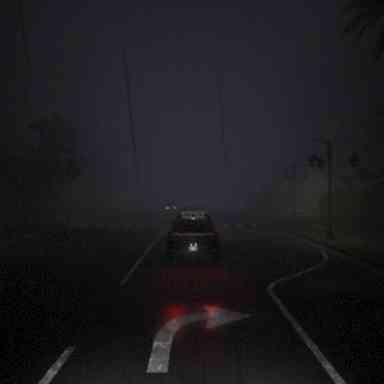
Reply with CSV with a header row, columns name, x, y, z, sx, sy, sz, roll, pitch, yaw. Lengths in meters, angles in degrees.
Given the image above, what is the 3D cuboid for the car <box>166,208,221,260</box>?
name,x,y,z,sx,sy,sz,roll,pitch,yaw
car,0.058,1.574,12.846,2.128,1.511,4.902,0,0,1

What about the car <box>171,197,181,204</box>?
name,x,y,z,sx,sy,sz,roll,pitch,yaw
car,-3.517,1.942,74.871,2.033,1.411,5.357,0,0,0

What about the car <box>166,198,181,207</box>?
name,x,y,z,sx,sy,sz,roll,pitch,yaw
car,-3.551,1.928,59.693,2.033,1.411,5.357,0,0,1

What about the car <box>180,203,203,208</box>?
name,x,y,z,sx,sy,sz,roll,pitch,yaw
car,0.184,1.783,29.040,1.895,1.301,4.718,0,0,2
